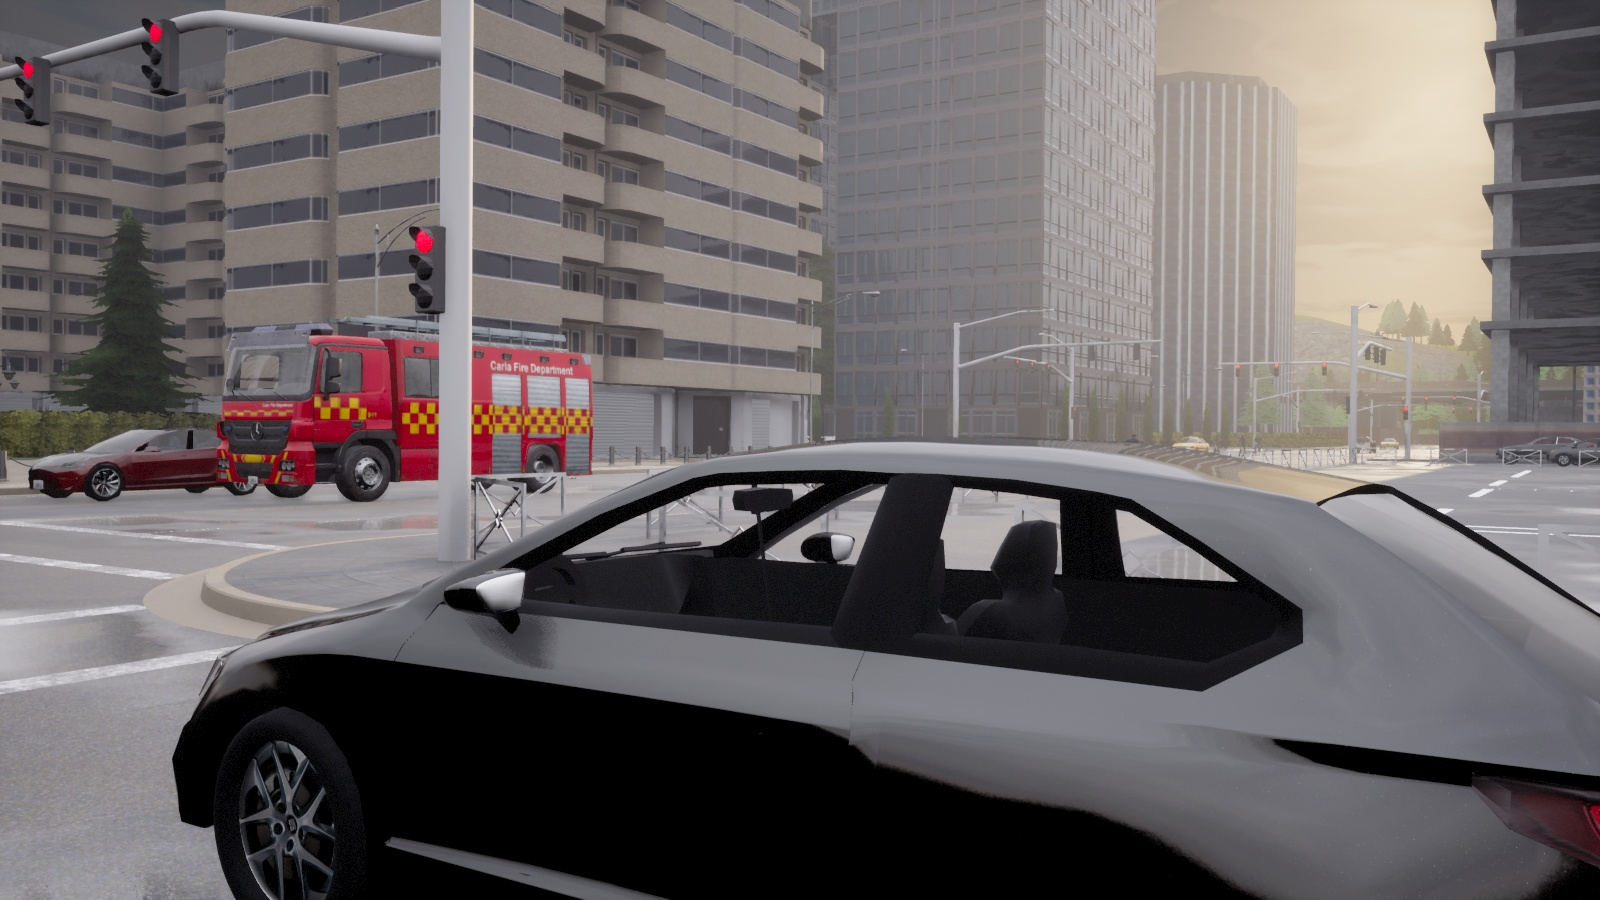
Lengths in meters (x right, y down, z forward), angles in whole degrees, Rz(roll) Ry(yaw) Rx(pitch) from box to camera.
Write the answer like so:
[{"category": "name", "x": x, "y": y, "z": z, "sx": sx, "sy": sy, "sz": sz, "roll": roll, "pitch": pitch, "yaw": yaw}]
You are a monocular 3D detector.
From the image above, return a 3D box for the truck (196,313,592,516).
[{"category": "truck", "x": -8.614, "y": -0.738, "z": 28.003, "sx": 2.891, "sy": 3.827, "sz": 8.468, "roll": 0, "pitch": 1, "yaw": 32}]

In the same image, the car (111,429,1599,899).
[{"category": "car", "x": 0.098, "y": 0.696, "z": 3.550, "sx": 4.193, "sy": 1.474, "sz": 1.816, "roll": 0, "pitch": 1, "yaw": 33}]

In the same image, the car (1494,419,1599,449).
[{"category": "car", "x": 41.957, "y": -0.889, "z": 70.566, "sx": 5.027, "sy": 1.651, "sz": 2.152, "roll": 0, "pitch": 1, "yaw": 32}]

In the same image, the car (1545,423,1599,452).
[{"category": "car", "x": 42.050, "y": -0.664, "z": 66.379, "sx": 4.514, "sy": 1.525, "sz": 2.007, "roll": 0, "pitch": 1, "yaw": 32}]

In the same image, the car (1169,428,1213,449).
[{"category": "car", "x": 29.585, "y": -0.894, "z": 94.940, "sx": 1.801, "sy": 1.575, "sz": 5.366, "roll": 0, "pitch": 1, "yaw": 32}]

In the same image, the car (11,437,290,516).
[{"category": "car", "x": -13.616, "y": 0.491, "z": 26.643, "sx": 2.163, "sy": 1.488, "sz": 4.792, "roll": 0, "pitch": 1, "yaw": 32}]
